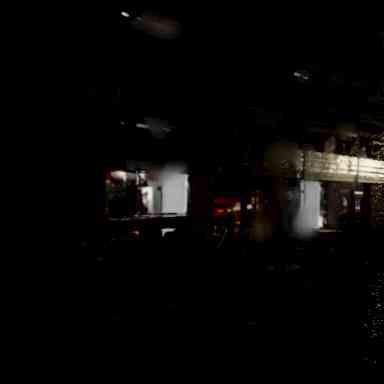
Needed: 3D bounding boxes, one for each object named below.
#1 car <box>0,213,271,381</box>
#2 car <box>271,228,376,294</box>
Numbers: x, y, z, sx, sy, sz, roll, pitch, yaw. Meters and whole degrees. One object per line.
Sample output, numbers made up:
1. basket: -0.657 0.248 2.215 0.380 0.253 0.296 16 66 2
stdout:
1. car: -1.248 1.340 5.668 5.009 1.841 2.192 1 0 -36
2. car: 3.335 1.670 8.943 4.206 1.307 1.802 1 0 -36
